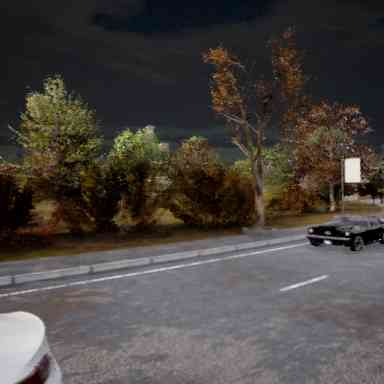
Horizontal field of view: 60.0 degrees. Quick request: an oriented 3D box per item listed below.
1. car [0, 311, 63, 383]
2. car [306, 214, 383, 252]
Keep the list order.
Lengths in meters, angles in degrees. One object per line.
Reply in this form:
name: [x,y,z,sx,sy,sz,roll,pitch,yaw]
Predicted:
car: [-3.212,1.536,1.836,4.674,1.442,1.812,0,0,-35]
car: [6.872,1.648,14.330,4.718,1.301,1.895,0,0,-42]
